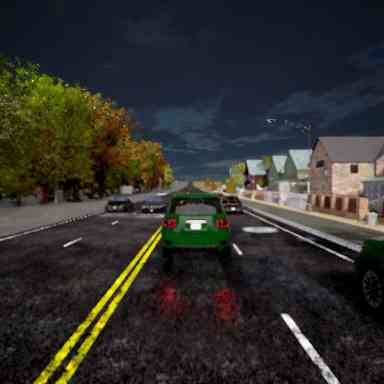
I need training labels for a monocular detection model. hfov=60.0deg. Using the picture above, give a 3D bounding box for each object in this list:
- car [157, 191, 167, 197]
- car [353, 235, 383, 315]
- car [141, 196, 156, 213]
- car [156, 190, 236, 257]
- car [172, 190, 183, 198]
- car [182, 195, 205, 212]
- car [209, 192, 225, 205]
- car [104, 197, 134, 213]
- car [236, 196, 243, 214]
[{"bbox_3d":[-6.399,0.409,71.386,1.895,1.301,4.718,0,1,0],"label":"car"},{"bbox_3d":[4.231,1.164,4.145,2.150,2.045,5.566,0,1,0],"label":"car"},{"bbox_3d":[-3.307,1.097,29.908,2.033,1.411,5.357,0,1,0],"label":"car"},{"bbox_3d":[0.117,1.041,12.297,2.150,2.045,5.566,0,1,0],"label":"car"},{"bbox_3d":[-3.149,0.385,70.996,2.128,1.511,4.902,0,1,0],"label":"car"},{"bbox_3d":[0.150,1.059,32.492,2.033,1.411,5.357,0,1,0],"label":"car"},{"bbox_3d":[3.353,0.797,45.025,1.882,1.535,5.008,0,1,1],"label":"car"},{"bbox_3d":[-6.552,1.107,30.213,1.994,1.385,4.181,0,1,0],"label":"car"},{"bbox_3d":[3.356,1.067,29.383,1.837,1.490,4.892,0,1,0],"label":"car"}]
